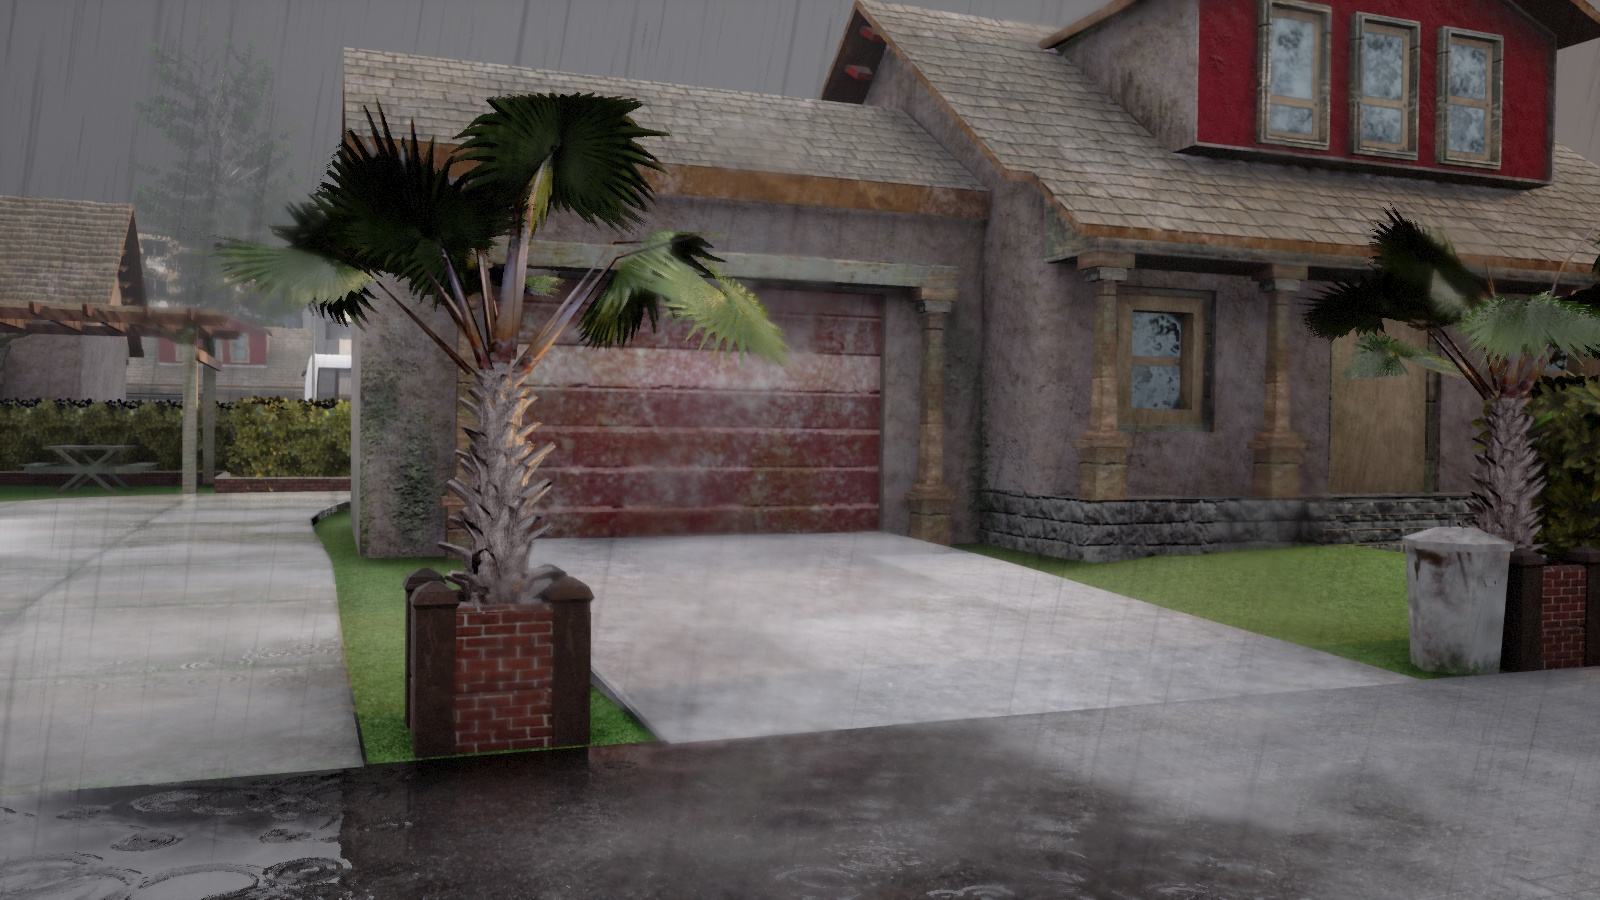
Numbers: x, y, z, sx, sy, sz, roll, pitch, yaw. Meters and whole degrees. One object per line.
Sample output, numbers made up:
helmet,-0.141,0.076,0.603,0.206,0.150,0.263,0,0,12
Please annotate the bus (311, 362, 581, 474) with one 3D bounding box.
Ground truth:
bus,-14.435,-1.257,51.271,10.273,4.253,3.944,0,1,-21
